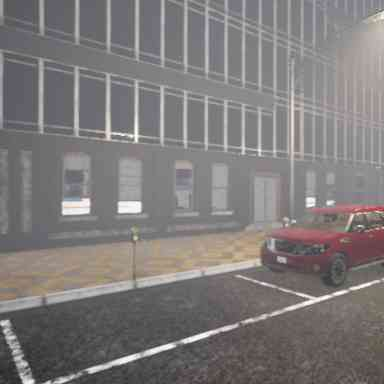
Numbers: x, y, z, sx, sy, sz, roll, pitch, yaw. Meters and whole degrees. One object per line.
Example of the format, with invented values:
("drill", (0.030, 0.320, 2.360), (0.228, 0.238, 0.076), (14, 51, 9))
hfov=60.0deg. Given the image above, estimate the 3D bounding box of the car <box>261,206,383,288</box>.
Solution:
("car", (4.242, 1.346, 9.591), (5.009, 1.841, 2.192), (0, 0, -36))
